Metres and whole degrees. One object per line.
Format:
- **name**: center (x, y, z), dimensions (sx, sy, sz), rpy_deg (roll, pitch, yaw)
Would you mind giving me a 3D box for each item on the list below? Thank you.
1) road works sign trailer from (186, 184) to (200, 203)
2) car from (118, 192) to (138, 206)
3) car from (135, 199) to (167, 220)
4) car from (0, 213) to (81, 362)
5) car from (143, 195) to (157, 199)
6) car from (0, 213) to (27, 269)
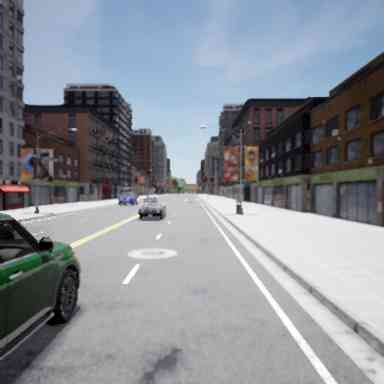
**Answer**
- **road works sign trailer**: center (0.001, 0.251, 62.021), dimensions (2.380, 3.560, 2.880), rpy_deg (0, 0, 0)
- **car**: center (-9.812, 1.040, 51.301), dimensions (2.150, 2.045, 5.566), rpy_deg (0, 0, 0)
- **car**: center (-3.148, 1.496, 27.367), dimensions (1.895, 1.301, 4.718), rpy_deg (0, 0, 0)
- **car**: center (-3.148, 1.205, 3.887), dimensions (2.150, 2.045, 5.566), rpy_deg (0, 0, 0)
- **car**: center (-6.558, 1.305, 52.945), dimensions (2.128, 1.511, 4.902), rpy_deg (0, 0, 0)
- **car**: center (-6.599, 1.456, 8.680), dimensions (2.128, 1.511, 4.902), rpy_deg (0, 0, 0)
